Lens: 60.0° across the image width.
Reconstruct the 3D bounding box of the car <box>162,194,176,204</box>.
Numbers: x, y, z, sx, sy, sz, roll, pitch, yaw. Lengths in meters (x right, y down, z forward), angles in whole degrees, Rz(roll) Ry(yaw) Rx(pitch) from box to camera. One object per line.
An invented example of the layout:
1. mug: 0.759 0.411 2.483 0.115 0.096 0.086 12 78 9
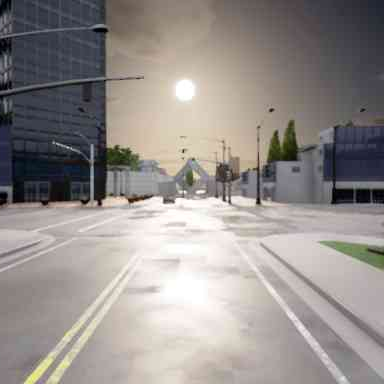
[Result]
1. car: -3.496 1.070 51.662 2.033 1.411 5.357 0 1 1
